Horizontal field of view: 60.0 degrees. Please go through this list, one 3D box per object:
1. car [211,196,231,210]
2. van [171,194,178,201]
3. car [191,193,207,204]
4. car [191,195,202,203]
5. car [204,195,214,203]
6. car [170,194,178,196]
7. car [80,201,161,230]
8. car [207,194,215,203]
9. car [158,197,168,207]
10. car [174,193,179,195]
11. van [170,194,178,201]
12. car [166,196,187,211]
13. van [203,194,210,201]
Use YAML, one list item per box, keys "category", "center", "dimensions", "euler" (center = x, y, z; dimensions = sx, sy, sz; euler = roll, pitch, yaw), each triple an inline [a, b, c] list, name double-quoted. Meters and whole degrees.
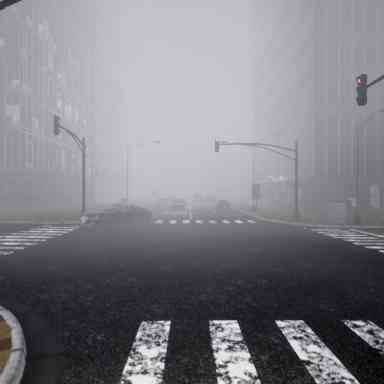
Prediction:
- category: "car"
  center: [3.799, 1.579, 41.815]
  dimensions: [1.947, 1.339, 4.313]
  euler: [0, 0, 0]
- category: "van"
  center: [-4.454, 1.315, 85.976]
  dimensions: [1.690, 1.788, 3.998]
  euler: [0, 0, 0]
- category: "car"
  center: [1.131, 1.220, 62.811]
  dimensions: [2.150, 2.045, 5.566]
  euler: [0, 0, 0]
- category: "car"
  center: [0.957, 1.512, 73.157]
  dimensions: [2.128, 1.511, 4.902]
  euler: [0, 0, 0]
- category: "car"
  center: [3.548, 1.432, 69.452]
  dimensions: [1.967, 1.590, 4.097]
  euler: [0, 0, 0]
- category: "car"
  center: [-4.292, 1.564, 63.866]
  dimensions: [1.947, 1.339, 4.313]
  euler: [0, 0, 0]
- category: "car"
  center: [-4.733, 1.500, 21.466]
  dimensions: [2.128, 1.511, 4.902]
  euler: [2, 1, 43]
- category: "car"
  center: [3.588, 1.313, 63.923]
  dimensions: [2.192, 1.841, 5.009]
  euler: [0, 0, 0]
- category: "car"
  center: [-4.171, 1.592, 47.283]
  dimensions: [1.802, 1.307, 4.206]
  euler: [0, 0, 0]
- category: "car"
  center: [-4.373, 1.426, 74.921]
  dimensions: [1.967, 1.590, 4.097]
  euler: [0, 0, 0]
- category: "van"
  center: [-4.414, 1.321, 80.448]
  dimensions: [1.690, 1.788, 3.998]
  euler: [0, 0, 0]
- category: "car"
  center: [-1.655, 1.561, 40.447]
  dimensions: [2.033, 1.411, 5.357]
  euler: [0, 0, 0]
- category: "van"
  center: [3.466, 1.321, 80.506]
  dimensions: [1.690, 1.788, 3.998]
  euler: [0, 0, 0]
